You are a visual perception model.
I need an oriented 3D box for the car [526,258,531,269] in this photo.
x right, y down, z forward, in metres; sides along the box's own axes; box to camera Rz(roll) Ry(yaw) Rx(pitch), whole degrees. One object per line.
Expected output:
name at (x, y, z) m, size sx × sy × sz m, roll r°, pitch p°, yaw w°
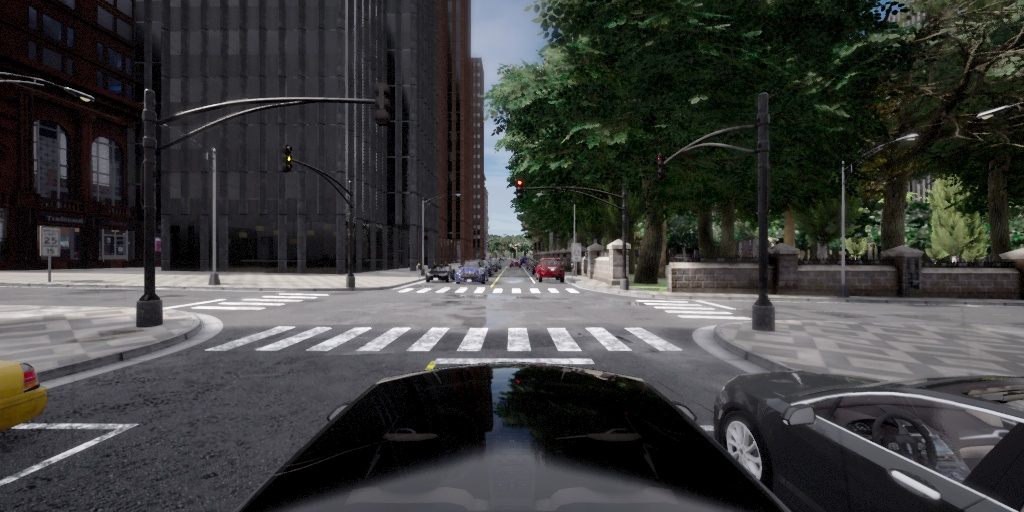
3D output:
car at (3.087, 1.329, 44.748) m, size 2.007 × 1.370 × 4.403 m, roll 0°, pitch 0°, yaw 0°

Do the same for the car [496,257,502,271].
car at (-2.764, 1.270, 45.439) m, size 2.128 × 1.511 × 4.902 m, roll 0°, pitch 0°, yaw 0°

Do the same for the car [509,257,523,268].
car at (0.536, 1.323, 61.252) m, size 1.812 × 1.442 × 4.674 m, roll 0°, pitch 0°, yaw 0°

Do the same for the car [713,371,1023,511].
car at (2.760, 1.300, 1.716) m, size 2.007 × 1.370 × 4.403 m, roll 0°, pitch 0°, yaw 0°

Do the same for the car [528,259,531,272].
car at (3.046, 1.338, 39.292) m, size 1.948 × 1.339 × 4.313 m, roll 0°, pitch 0°, yaw 0°

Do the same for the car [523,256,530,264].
car at (3.170, 1.231, 55.661) m, size 1.967 × 1.591 × 4.097 m, roll 0°, pitch 0°, yaw 0°

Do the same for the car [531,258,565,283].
car at (2.963, 1.075, 28.380) m, size 2.192 × 1.841 × 5.009 m, roll 0°, pitch 0°, yaw 0°

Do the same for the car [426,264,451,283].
car at (-5.562, 1.326, 28.436) m, size 1.948 × 1.339 × 4.313 m, roll 0°, pitch 0°, yaw 0°

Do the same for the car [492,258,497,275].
car at (-2.842, 1.273, 35.942) m, size 1.837 × 1.490 × 4.892 m, roll 0°, pitch 0°, yaw 1°

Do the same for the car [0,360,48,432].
car at (-5.766, 1.275, 1.602) m, size 1.751 × 1.417 × 4.829 m, roll 0°, pitch 0°, yaw 0°

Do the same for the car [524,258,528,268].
car at (3.129, 1.335, 50.205) m, size 2.007 × 1.370 × 4.403 m, roll 0°, pitch 0°, yaw 0°

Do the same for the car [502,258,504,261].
car at (-2.664, 1.354, 55.429) m, size 1.994 × 1.385 × 4.181 m, roll 0°, pitch 0°, yaw 1°

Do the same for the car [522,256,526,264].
car at (3.211, 1.237, 61.118) m, size 1.967 × 1.591 × 4.097 m, roll 0°, pitch 0°, yaw 0°

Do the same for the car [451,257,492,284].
car at (-2.912, 1.112, 26.839) m, size 2.097 × 1.767 × 4.553 m, roll 0°, pitch 0°, yaw 0°
